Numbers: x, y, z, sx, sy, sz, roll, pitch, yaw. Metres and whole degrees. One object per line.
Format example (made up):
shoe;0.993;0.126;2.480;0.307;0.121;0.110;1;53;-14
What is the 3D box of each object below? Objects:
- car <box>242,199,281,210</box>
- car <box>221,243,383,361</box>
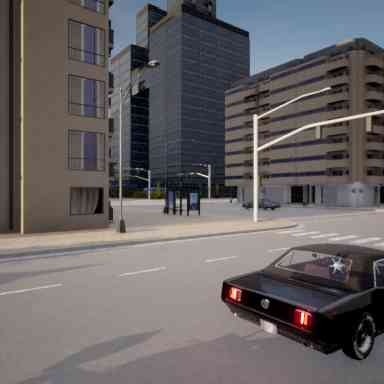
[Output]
car;8.971;1.603;43.408;2.033;1.411;5.357;0;0;-37
car;2.866;1.601;5.959;4.718;1.301;1.895;0;0;-36
